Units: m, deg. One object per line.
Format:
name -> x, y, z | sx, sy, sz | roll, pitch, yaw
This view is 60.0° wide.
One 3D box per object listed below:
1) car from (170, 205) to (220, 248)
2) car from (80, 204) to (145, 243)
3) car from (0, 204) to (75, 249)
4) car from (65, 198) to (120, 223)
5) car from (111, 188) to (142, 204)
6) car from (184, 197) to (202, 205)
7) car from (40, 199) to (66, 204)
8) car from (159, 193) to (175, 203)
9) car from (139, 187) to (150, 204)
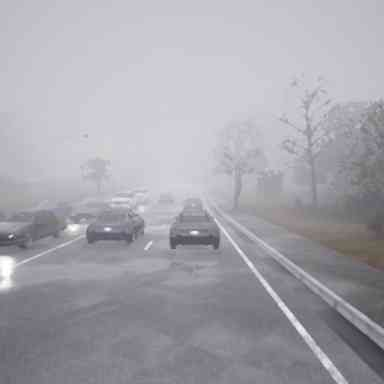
car -> 0.101, 1.471, 14.365 | 1.994, 1.385, 4.181 | 0, 0, 0
car -> -3.399, 1.463, 15.426 | 1.994, 1.385, 4.181 | 0, 0, 0
car -> -7.102, 1.454, 14.295 | 2.033, 1.411, 5.357 | 0, 0, 0
car -> -7.093, 1.389, 24.370 | 2.033, 1.411, 5.357 | 0, 0, 0
car -> -7.057, 0.941, 34.630 | 2.150, 2.045, 5.566 | 0, 1, 1
car -> 0.101, 1.255, 35.782 | 1.994, 1.385, 4.181 | 0, 2, 0
car -> -10.590, 1.312, 25.378 | 1.882, 1.535, 5.008 | 0, 0, 0
car -> -3.497, 0.759, 45.921 | 1.994, 1.385, 4.181 | 0, 3, 0
car -> -7.042, 0.482, 44.768 | 2.150, 2.045, 5.566 | 0, 3, 1
